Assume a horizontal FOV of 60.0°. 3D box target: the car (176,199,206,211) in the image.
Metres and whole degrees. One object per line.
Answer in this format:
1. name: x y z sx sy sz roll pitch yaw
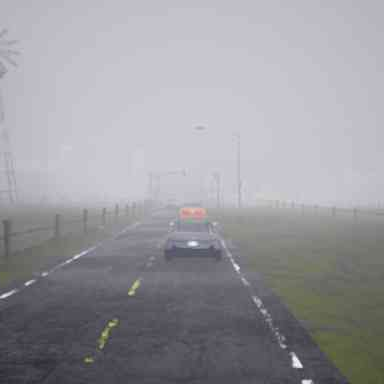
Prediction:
1. car: 0.055 1.523 27.488 2.097 1.767 4.553 0 0 0

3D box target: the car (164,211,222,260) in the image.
1. car: 0.051 1.644 12.704 1.994 1.385 4.181 0 0 1

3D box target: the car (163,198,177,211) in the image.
1. car: -2.779 1.645 46.405 2.097 1.767 4.553 0 0 1
